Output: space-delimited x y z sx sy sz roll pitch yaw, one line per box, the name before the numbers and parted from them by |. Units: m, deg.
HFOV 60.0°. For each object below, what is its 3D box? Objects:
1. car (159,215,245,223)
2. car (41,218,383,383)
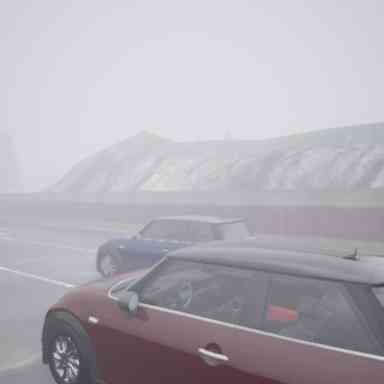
car | -0.426 1.390 8.595 4.553 1.767 2.097 -1 0 35
car | 0.302 1.365 3.776 4.553 1.767 2.097 -1 0 35
